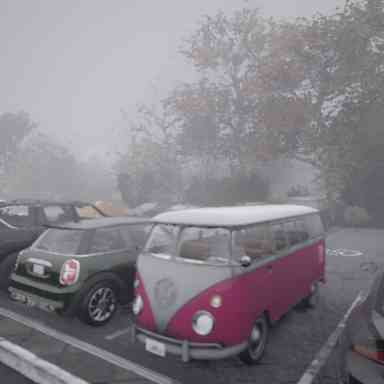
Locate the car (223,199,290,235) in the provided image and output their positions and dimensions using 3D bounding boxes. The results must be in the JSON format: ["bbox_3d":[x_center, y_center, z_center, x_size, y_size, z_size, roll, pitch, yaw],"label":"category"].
[{"bbox_3d":[3.918,1.336,19.684,2.185,1.767,4.553,0,0,36],"label":"car"}]

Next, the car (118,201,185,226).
[{"bbox_3d":[-2.857,1.475,24.573,2.097,1.535,5.008,0,0,36],"label":"car"}]

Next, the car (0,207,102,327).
[{"bbox_3d":[-1.375,1.335,7.390,2.185,1.767,4.553,0,0,36],"label":"car"}]

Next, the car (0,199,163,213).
[{"bbox_3d":[-3.619,1.209,9.067,2.435,2.045,5.566,0,0,36],"label":"car"}]

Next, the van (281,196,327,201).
[{"bbox_3d":[6.266,1.235,18.187,1.878,1.987,4.442,0,0,36],"label":"van"}]

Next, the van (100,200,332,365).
[{"bbox_3d":[0.859,1.238,5.692,1.878,1.987,4.442,0,0,36],"label":"van"}]

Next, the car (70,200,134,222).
[{"bbox_3d":[-7.391,1.502,27.805,2.097,1.535,5.008,-1,0,36],"label":"car"}]

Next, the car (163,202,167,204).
[{"bbox_3d":[-0.592,1.508,22.949,2.002,1.452,4.674,0,0,36],"label":"car"}]

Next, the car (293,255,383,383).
[{"bbox_3d":[3.205,1.468,4.153,2.231,1.521,4.892,0,0,36],"label":"car"}]
